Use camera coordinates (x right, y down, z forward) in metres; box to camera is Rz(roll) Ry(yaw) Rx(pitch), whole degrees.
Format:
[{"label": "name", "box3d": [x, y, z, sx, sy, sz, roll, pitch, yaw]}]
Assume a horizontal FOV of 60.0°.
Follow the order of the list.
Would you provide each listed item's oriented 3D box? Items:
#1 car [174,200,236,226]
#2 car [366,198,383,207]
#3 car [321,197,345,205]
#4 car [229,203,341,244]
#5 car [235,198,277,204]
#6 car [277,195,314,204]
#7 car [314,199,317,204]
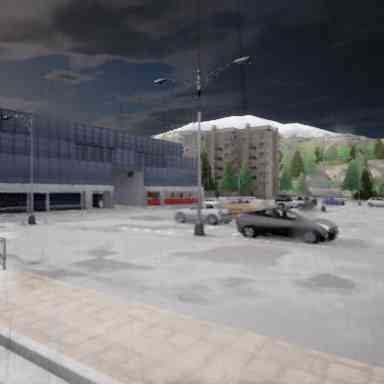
[{"label": "car", "box3d": [0.670, 1.413, 22.518, 3.806, 1.475, 1.970, 0, 0, 35]}, {"label": "car", "box3d": [28.067, 1.571, 49.328, 3.806, 1.475, 1.970, 0, 0, 35]}, {"label": "car", "box3d": [23.741, 1.554, 56.053, 3.633, 1.501, 1.845, 0, 0, 35]}, {"label": "car", "box3d": [4.298, 1.485, 15.451, 4.514, 1.523, 2.007, 0, 0, 35]}, {"label": "car", "box3d": [4.121, 1.334, 27.938, 5.027, 1.636, 2.152, 0, 0, 35]}, {"label": "car", "box3d": [11.527, 1.257, 38.371, 3.866, 1.878, 1.905, 0, 0, 35]}, {"label": "car", "box3d": [12.872, 1.278, 40.979, 4.605, 1.855, 1.932, 0, 0, 35]}]
